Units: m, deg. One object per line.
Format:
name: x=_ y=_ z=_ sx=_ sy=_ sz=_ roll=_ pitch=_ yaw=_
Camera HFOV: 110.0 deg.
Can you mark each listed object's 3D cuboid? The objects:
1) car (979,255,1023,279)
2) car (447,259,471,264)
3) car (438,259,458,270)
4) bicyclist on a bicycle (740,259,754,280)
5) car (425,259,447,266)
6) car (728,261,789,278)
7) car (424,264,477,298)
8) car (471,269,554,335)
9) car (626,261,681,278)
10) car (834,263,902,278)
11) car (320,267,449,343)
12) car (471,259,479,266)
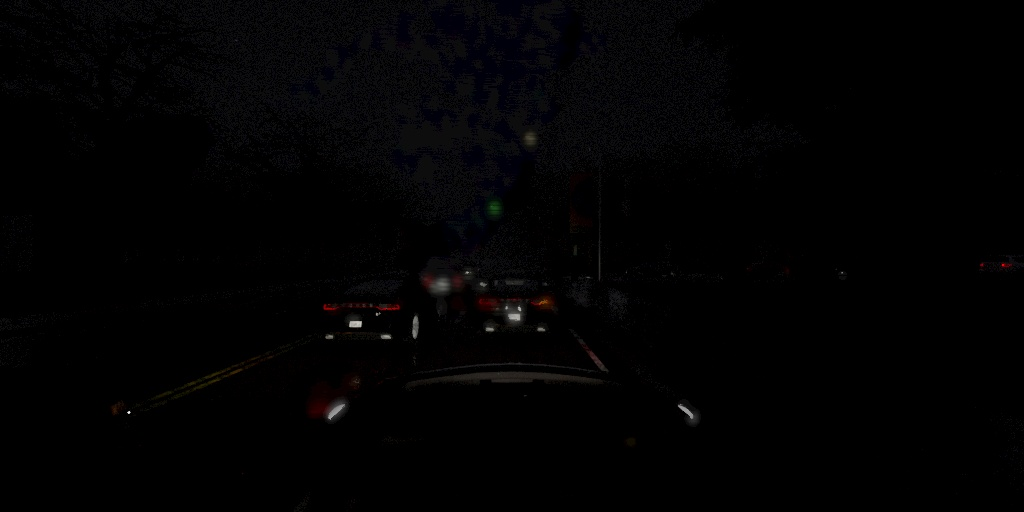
car: x=43.540 y=0.940 z=30.554 sx=5.566 sy=2.045 sz=2.150 roll=0 pitch=0 yaw=0
car: x=-6.673 y=1.301 z=45.502 sx=1.812 sy=1.442 sz=4.674 roll=0 pitch=0 yaw=0
car: x=-9.926 y=1.277 z=55.865 sx=2.128 sy=1.511 sz=4.902 roll=0 pitch=0 yaw=0
bicyclist on a bicycle: x=18.086 y=1.039 z=27.588 sx=0.582 sy=1.620 sz=1.656 roll=0 pitch=0 yaw=0
car: x=-9.924 y=1.301 z=45.758 sx=1.812 sy=1.442 sz=4.674 roll=0 pitch=0 yaw=-1
car: x=22.901 y=1.207 z=33.449 sx=5.008 sy=1.535 sz=1.882 roll=0 pitch=0 yaw=0
car: x=-3.200 y=1.319 z=18.699 sx=1.994 sy=1.385 sz=4.181 roll=0 pitch=0 yaw=0
car: x=0.080 y=1.229 z=10.492 sx=1.882 sy=1.535 sz=5.008 roll=0 pitch=0 yaw=0
car: x=13.133 y=1.233 z=33.446 sx=4.902 sy=1.511 sz=2.128 roll=0 pitch=0 yaw=0
car: x=33.139 y=1.322 z=33.448 sx=4.718 sy=1.301 sz=1.895 roll=0 pitch=0 yaw=0
car: x=-3.169 y=1.229 z=9.744 sx=1.882 sy=1.535 sz=5.008 roll=0 pitch=0 yaw=0
car: x=-6.683 y=1.349 z=55.362 sx=1.994 sy=1.385 sz=4.181 roll=0 pitch=0 yaw=0
